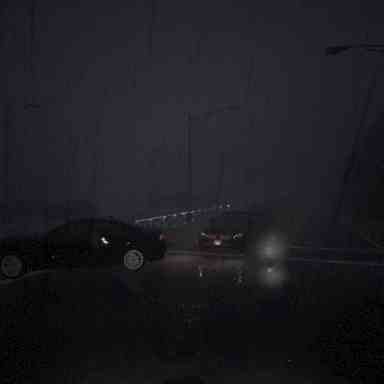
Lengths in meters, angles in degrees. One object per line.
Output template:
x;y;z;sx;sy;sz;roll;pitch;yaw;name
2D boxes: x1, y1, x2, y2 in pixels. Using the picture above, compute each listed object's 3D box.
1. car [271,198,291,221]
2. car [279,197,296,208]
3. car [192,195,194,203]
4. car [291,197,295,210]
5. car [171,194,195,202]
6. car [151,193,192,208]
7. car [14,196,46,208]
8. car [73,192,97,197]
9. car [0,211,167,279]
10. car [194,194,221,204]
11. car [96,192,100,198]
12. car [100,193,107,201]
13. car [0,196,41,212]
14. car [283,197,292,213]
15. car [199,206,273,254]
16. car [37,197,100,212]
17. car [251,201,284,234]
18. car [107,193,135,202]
5.967;1.476;24.877;2.128;1.511;4.902;0;0;19;car
13.716;1.470;47.584;2.128;1.511;4.902;0;0;19;car
-2.262;1.054;44.614;3.866;1.878;1.905;0;0;19;car
9.924;1.545;36.465;1.994;1.385;4.181;0;0;19;car
-1.853;1.260;68.644;4.514;1.523;2.007;0;0;19;car
-2.810;1.076;41.731;4.605;1.855;1.932;0;0;19;car
-21.533;1.274;44.304;3.633;1.501;1.845;0;0;19;car
-18.265;1.250;53.748;4.514;1.523;2.007;0;0;19;car
-3.257;1.476;9.828;5.008;1.535;1.882;0;0;-15;car
1.869;1.128;56.723;5.027;1.636;2.152;0;0;19;car
-21.607;1.300;68.010;3.806;1.475;1.970;0;0;19;car
-19.954;1.016;70.958;3.866;1.878;1.905;0;0;19;car
-15.003;1.356;29.404;3.806;1.475;1.970;0;0;19;car
7.864;1.488;30.434;1.837;1.490;4.892;0;0;19;car
1.871;1.515;13.836;1.812;1.442;4.674;0;0;25;car
-8.942;1.356;24.187;3.633;1.501;1.845;0;0;19;car
4.036;1.491;19.237;1.837;1.490;4.892;0;0;19;car
-13.569;1.048;65.307;4.605;1.855;1.932;0;0;19;car
